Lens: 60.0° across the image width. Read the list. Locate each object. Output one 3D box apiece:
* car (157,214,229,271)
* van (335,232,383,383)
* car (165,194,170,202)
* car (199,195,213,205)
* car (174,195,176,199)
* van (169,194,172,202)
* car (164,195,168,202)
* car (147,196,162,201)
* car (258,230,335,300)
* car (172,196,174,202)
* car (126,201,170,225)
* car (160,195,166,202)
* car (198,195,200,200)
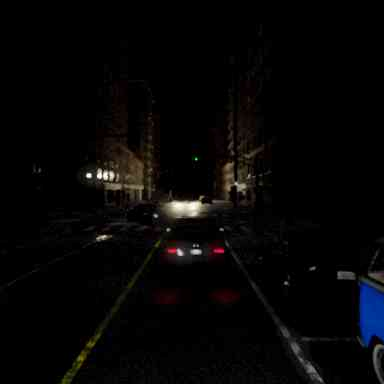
[{"bbox_3d":[0.102,1.569,10.916,2.033,1.411,5.357,0,0,0],"label":"car"},{"bbox_3d":[2.856,1.347,2.587,1.690,1.788,3.998,0,0,0],"label":"van"},{"bbox_3d":[-5.666,1.657,62.588,1.887,1.381,4.507,0,0,0],"label":"car"},{"bbox_3d":[2.859,1.553,62.624,1.967,1.590,4.097,0,0,0],"label":"car"},{"bbox_3d":[-5.665,1.469,78.941,2.192,1.841,5.009,0,0,0],"label":"car"},{"bbox_3d":[-5.666,1.467,68.039,1.690,1.788,3.998,0,0,0],"label":"van"},{"bbox_3d":[-5.666,1.645,57.137,1.887,1.381,4.507,0,0,0],"label":"car"},{"bbox_3d":[-5.666,1.603,46.066,1.752,1.417,4.829,0,0,0],"label":"car"},{"bbox_3d":[2.857,1.582,8.247,1.947,1.339,4.313,0,0,0],"label":"car"},{"bbox_3d":[-5.665,1.690,73.490,2.008,1.369,4.403,0,0,0],"label":"car"},{"bbox_3d":[-3.446,1.607,24.620,1.994,1.385,4.181,0,0,-28],"label":"car"},{"bbox_3d":[-5.666,1.639,51.686,2.008,1.369,4.403,0,0,0],"label":"car"},{"bbox_3d":[2.860,1.690,73.521,2.008,1.369,4.403,0,0,0],"label":"car"}]
